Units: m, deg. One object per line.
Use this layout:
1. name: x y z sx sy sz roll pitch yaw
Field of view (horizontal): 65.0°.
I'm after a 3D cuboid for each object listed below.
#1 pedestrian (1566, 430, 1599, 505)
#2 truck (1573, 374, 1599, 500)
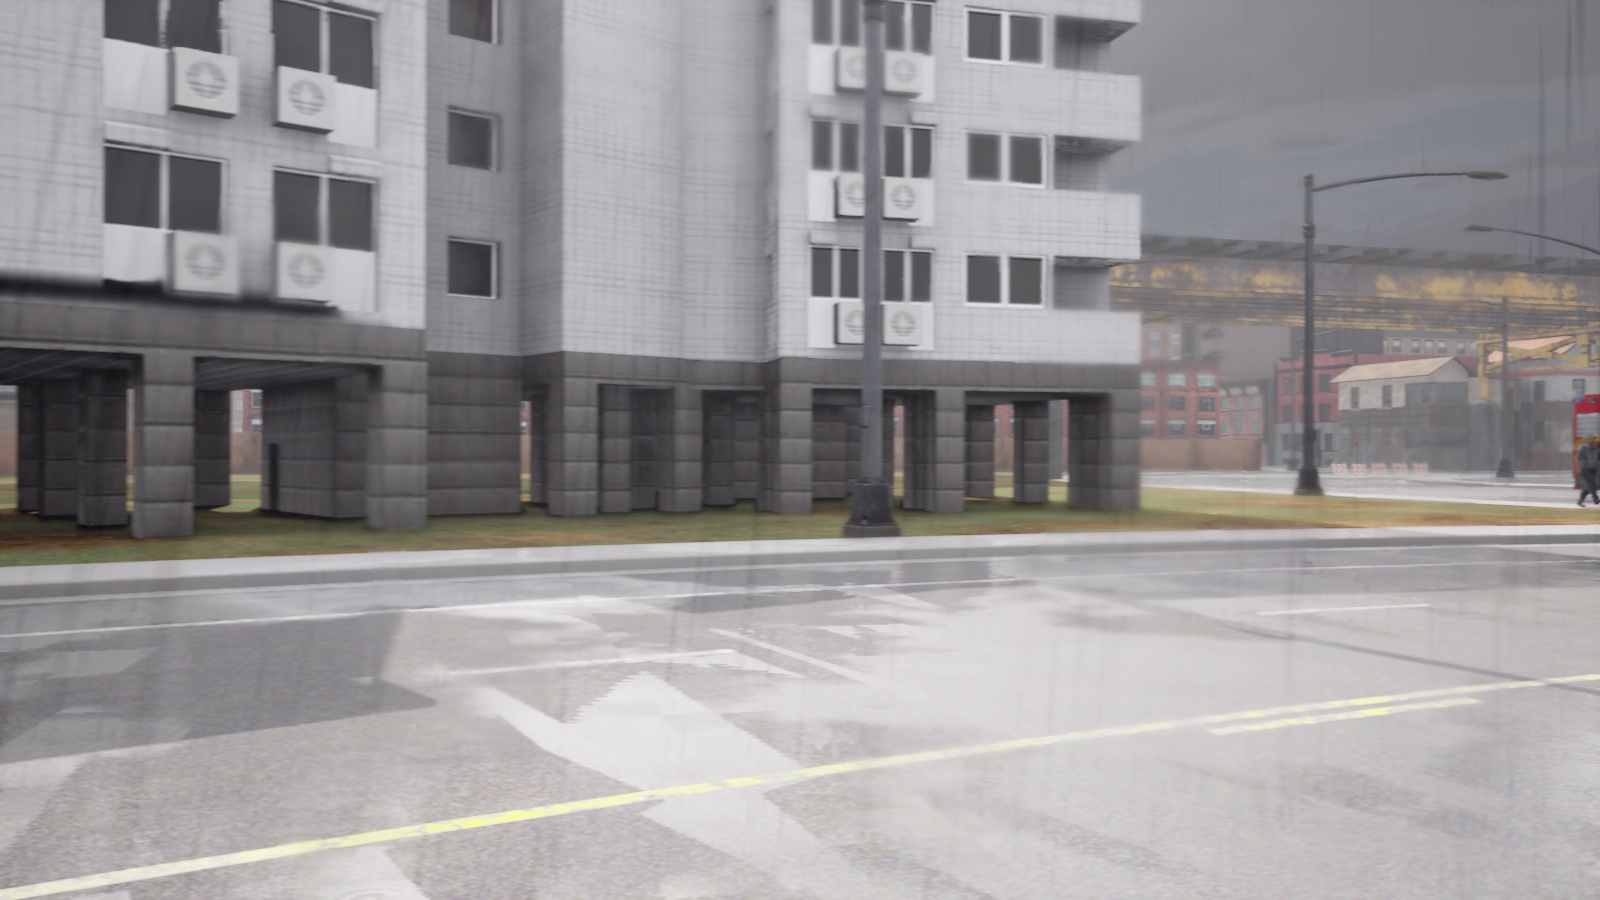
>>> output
1. pedestrian: 19.435 0.425 31.052 0.540 1.848 0.694 0 0 -4
2. truck: 26.615 -0.403 35.422 2.891 3.827 8.468 0 0 -16
